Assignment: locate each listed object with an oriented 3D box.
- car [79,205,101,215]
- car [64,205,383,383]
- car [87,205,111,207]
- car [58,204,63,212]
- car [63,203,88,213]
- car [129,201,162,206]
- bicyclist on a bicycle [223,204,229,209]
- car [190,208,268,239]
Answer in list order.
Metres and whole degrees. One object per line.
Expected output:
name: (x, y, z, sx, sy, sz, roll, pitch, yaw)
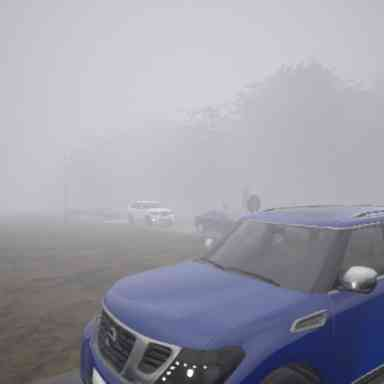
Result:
car: (-15.383, 2.678, 50.064, 1.994, 1.385, 4.181, -1, -1, -36)
car: (1.543, 1.225, 4.262, 5.566, 2.045, 2.150, 0, 0, -33)
car: (-9.625, 2.305, 36.944, 1.837, 1.490, 4.892, -1, -1, -36)
car: (-22.893, 2.808, 60.584, 2.097, 1.767, 4.553, -1, -1, -37)
car: (-15.665, 2.538, 45.494, 1.882, 1.535, 5.008, -1, -1, -36)
car: (-3.699, 1.774, 28.627, 2.150, 2.045, 5.566, -1, -1, -35)
bicyclist on a bicycle: (2.987, 1.878, 29.546, 1.656, 1.620, 0.582, 0, -1, -36)
car: (2.112, 1.800, 20.462, 1.882, 1.535, 5.008, -1, -1, -35)
